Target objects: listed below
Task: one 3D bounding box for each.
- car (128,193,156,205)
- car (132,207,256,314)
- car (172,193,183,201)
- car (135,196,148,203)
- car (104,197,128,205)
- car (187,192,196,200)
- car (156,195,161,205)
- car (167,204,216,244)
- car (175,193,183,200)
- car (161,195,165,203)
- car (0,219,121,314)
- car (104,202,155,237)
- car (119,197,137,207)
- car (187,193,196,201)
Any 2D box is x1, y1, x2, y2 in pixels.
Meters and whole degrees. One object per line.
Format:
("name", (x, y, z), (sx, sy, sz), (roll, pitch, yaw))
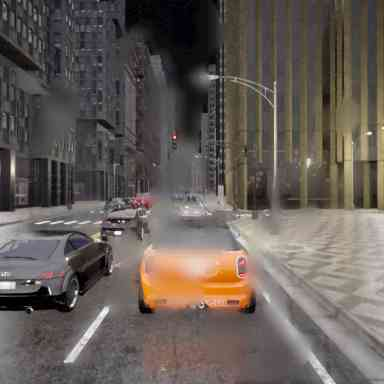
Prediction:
("car", (-6.625, 1.147, 44.800), (2.150, 2.045, 5.566), (0, 0, 2))
("car", (0.095, 1.349, 7.781), (2.097, 1.767, 4.553), (0, 0, 0))
("car", (-3.339, 1.168, 74.296), (2.097, 1.767, 4.553), (0, 0, 0))
("car", (-9.865, 1.454, 65.138), (1.895, 1.301, 4.718), (0, 0, 0))
("car", (-9.899, 1.437, 42.685), (1.837, 1.490, 4.892), (0, 0, 0))
("car", (-0.101, 0.973, 84.305), (2.097, 1.767, 4.553), (0, 0, 0))
("car", (-6.652, 1.416, 54.951), (1.812, 1.442, 4.674), (0, 0, 0))
("car", (0.012, 1.479, 16.788), (2.128, 1.511, 4.902), (0, 0, 1))
("car", (-3.352, 1.118, 84.332), (1.837, 1.490, 4.892), (0, 0, 0))
("car", (-6.596, 1.394, 66.963), (2.033, 1.411, 5.357), (0, 0, 1))
("car", (-3.165, 1.561, 7.684), (1.994, 1.385, 4.181), (0, 0, 0))
("car", (-3.167, 1.492, 16.581), (1.837, 1.490, 4.892), (0, 0, 0))
("car", (-9.908, 1.466, 51.598), (1.994, 1.385, 4.181), (0, 0, 0))
("car", (-0.089, 1.337, 74.331), (1.812, 1.442, 4.674), (0, 0, 0))
